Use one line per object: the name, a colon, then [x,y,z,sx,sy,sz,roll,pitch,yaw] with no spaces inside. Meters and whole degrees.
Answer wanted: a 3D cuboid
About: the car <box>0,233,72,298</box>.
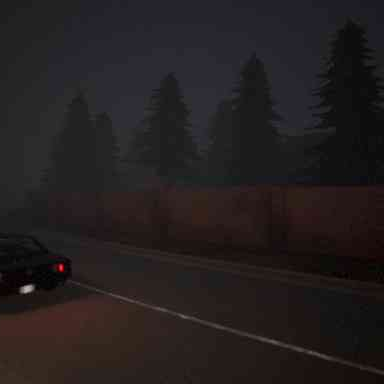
car: [-4.962,1.662,8.130,4.718,1.301,1.895,0,-1,41]
